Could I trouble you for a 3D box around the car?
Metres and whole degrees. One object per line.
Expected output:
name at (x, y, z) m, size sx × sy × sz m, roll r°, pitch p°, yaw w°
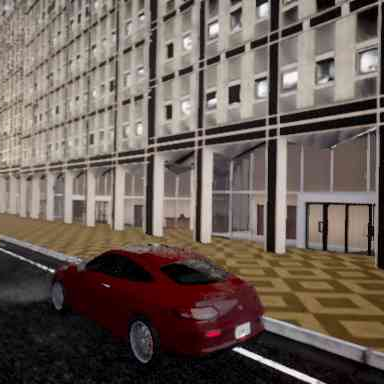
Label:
car at (-0.918, 1.662, 6.018) m, size 1.812 × 1.442 × 4.674 m, roll 2°, pitch -2°, yaw -43°
